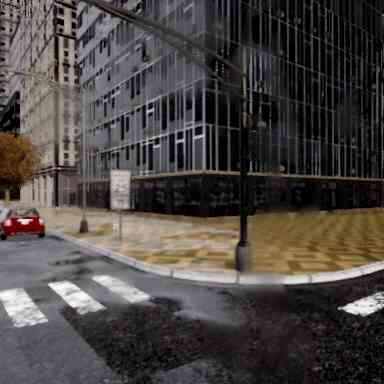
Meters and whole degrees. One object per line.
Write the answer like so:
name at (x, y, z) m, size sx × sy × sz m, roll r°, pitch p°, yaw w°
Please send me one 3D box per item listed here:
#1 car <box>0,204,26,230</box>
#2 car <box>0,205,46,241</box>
car at (-12.217, 1.540, 21.423) m, size 2.008 × 1.369 × 4.403 m, roll 0°, pitch 0°, yaw -36°
car at (-8.823, 1.435, 16.871) m, size 1.967 × 1.590 × 4.097 m, roll 0°, pitch 0°, yaw -36°
